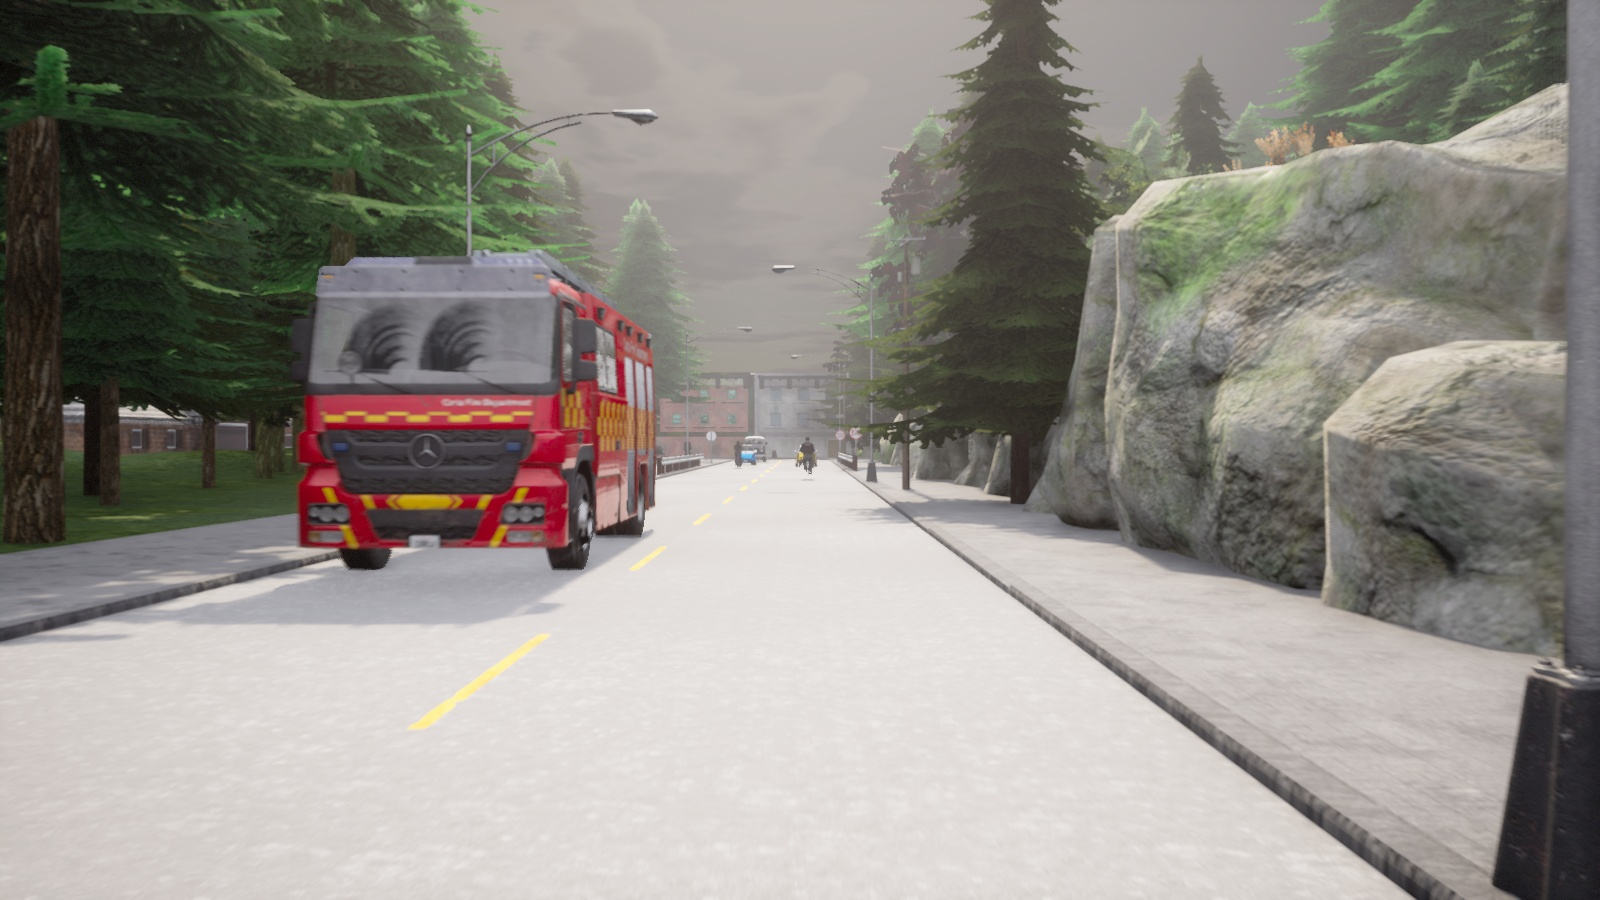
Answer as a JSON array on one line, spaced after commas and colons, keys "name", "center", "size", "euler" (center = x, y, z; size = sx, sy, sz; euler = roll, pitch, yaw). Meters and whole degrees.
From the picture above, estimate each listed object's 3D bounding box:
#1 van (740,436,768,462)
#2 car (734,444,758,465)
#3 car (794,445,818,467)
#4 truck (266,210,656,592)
[{"name": "van", "center": [-3.586, -0.092, 99.223], "size": [2.069, 2.038, 4.480], "euler": [0, 0, 0]}, {"name": "car", "center": [-3.605, 0.325, 83.849], "size": [1.481, 1.376, 2.207], "euler": [0, 0, 0]}, {"name": "car", "center": [0.388, 0.355, 79.278], "size": [1.481, 1.376, 2.207], "euler": [0, 1, 0]}, {"name": "truck", "center": [-3.888, -0.516, 16.845], "size": [2.891, 3.827, 8.468], "euler": [0, 0, 0]}]
